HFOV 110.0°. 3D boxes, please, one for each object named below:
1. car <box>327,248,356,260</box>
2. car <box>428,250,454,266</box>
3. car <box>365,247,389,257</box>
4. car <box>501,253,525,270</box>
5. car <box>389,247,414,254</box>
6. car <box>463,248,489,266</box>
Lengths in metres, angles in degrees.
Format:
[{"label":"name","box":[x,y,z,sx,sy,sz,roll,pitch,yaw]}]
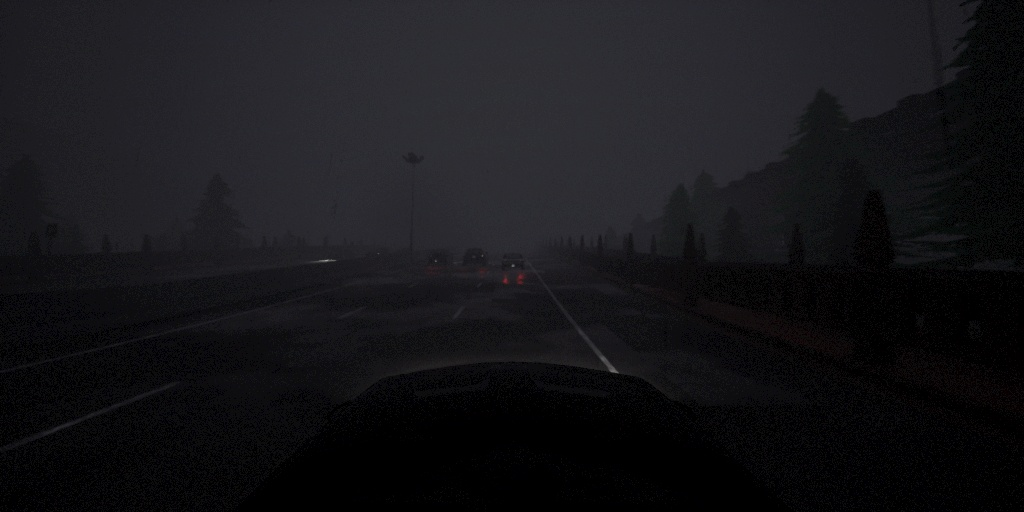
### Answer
[{"label":"car","box":[-21.065,-0.246,44.351,1.994,1.385,4.181,0,3,0]},{"label":"car","box":[-6.901,0.104,34.996,1.837,1.490,4.892,0,2,0]},{"label":"car","box":[-17.558,-0.451,46.979,1.882,1.535,5.008,0,3,0]},{"label":"car","box":[0.085,0.394,30.558,1.895,1.301,4.718,0,3,0]},{"label":"car","box":[-14.060,-0.407,47.022,1.812,1.442,4.674,0,3,0]},{"label":"car","box":[-3.404,-0.017,34.232,2.097,1.767,4.553,0,3,0]}]
